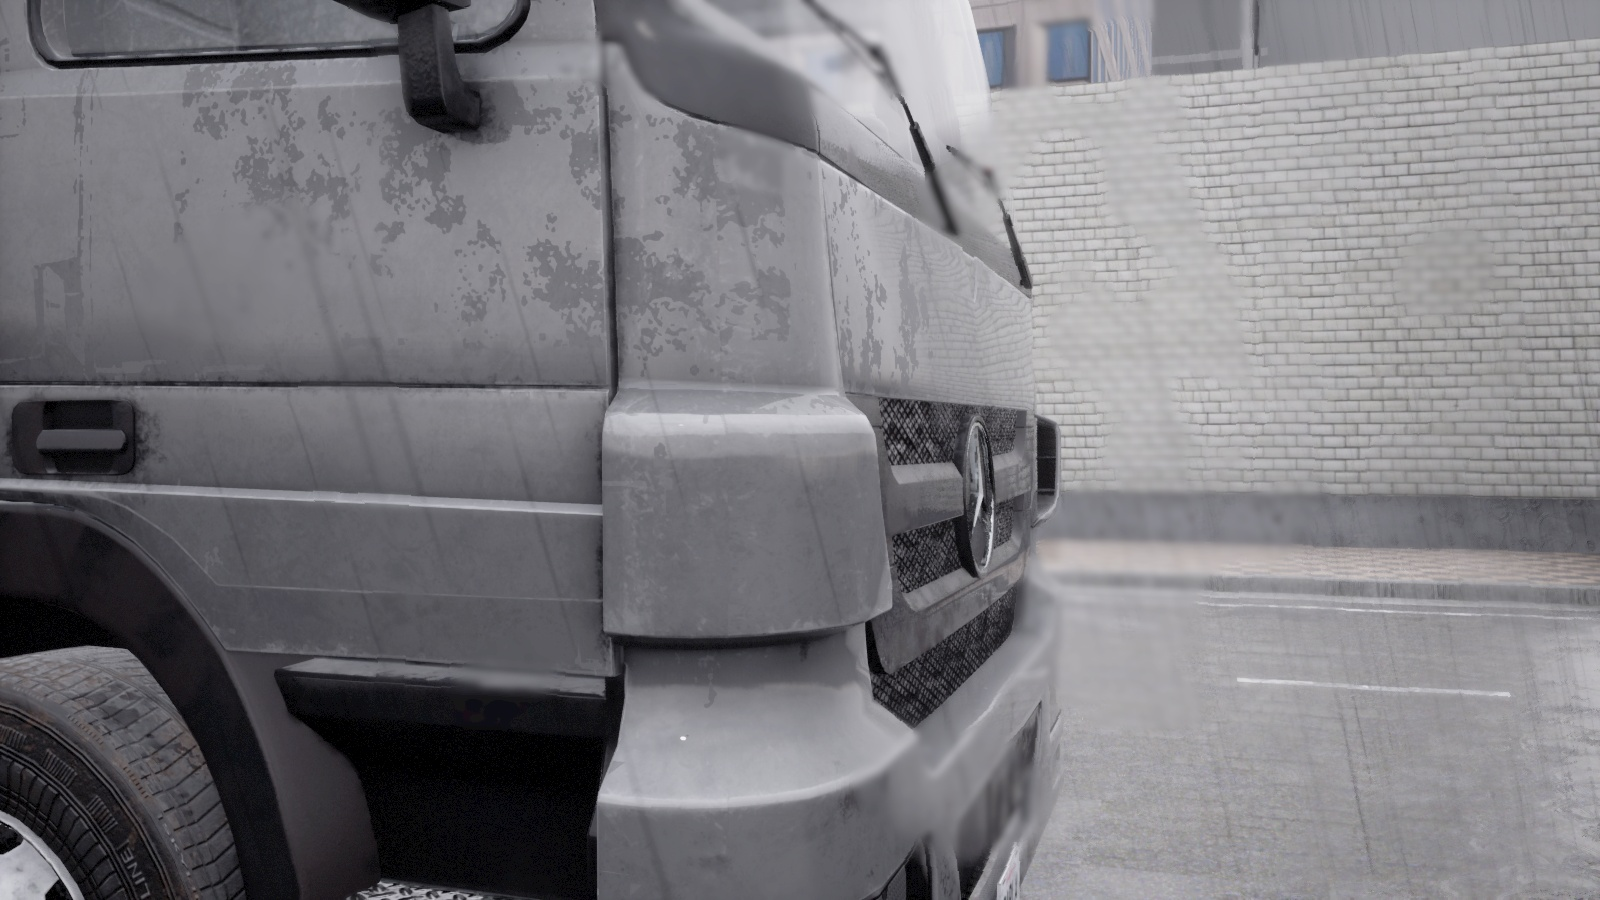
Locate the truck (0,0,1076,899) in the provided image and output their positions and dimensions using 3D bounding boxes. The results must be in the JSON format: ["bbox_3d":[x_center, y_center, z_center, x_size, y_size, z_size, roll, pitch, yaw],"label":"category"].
[{"bbox_3d":[-3.267,-0.236,4.278,7.936,3.462,2.891,1,1,19],"label":"truck"}]
